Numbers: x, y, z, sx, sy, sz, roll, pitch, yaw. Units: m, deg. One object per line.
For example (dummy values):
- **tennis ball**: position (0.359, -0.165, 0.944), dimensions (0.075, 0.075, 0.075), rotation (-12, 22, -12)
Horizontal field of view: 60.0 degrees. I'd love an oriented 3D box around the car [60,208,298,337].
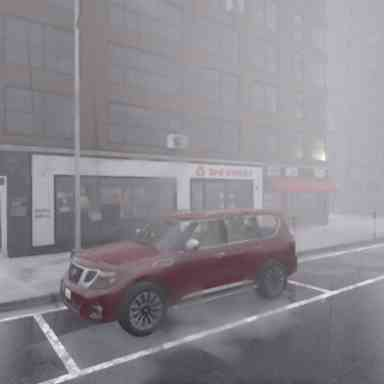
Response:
- **car**: position (0.053, 1.301, 6.805), dimensions (5.009, 1.841, 2.192), rotation (0, 0, -36)
